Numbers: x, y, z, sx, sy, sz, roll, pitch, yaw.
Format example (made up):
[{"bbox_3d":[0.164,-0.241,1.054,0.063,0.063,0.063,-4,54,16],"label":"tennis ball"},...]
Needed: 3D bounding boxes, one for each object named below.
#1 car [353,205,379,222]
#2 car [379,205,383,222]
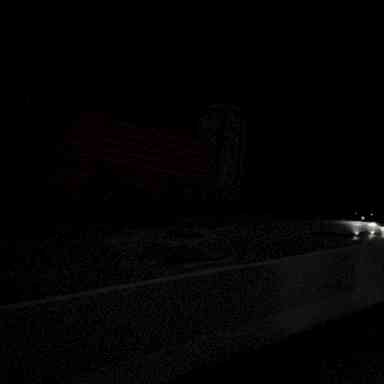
[{"bbox_3d":[15.765,1.761,27.956,5.357,1.411,2.033,2,-1,-35],"label":"car"},{"bbox_3d":[15.635,1.652,23.602,4.892,1.490,1.837,2,-1,-35],"label":"car"}]
